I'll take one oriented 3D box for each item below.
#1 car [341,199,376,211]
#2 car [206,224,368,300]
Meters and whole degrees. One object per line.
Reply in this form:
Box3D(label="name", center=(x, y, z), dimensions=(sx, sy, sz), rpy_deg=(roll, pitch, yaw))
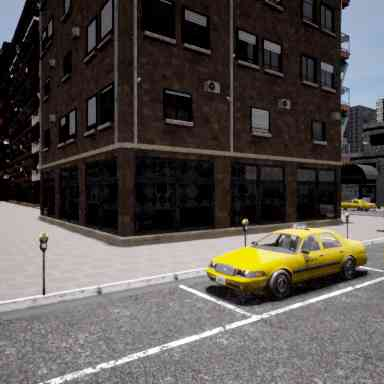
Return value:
Box3D(label="car", center=(19.235, 1.470, 39.617), dimensions=(1.752, 1.417, 4.829), rpy_deg=(0, 0, -35))
Box3D(label="car", center=(2.562, 1.526, 8.395), dimensions=(4.829, 1.417, 1.752), rpy_deg=(0, 0, -36))
